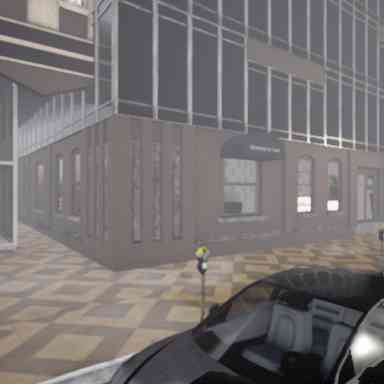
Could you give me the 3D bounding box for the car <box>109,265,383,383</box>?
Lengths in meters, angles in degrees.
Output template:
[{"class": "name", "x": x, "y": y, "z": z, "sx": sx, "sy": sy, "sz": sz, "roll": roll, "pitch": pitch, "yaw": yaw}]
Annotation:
[{"class": "car", "x": 1.272, "y": 1.568, "z": 3.411, "sx": 4.313, "sy": 1.339, "sz": 1.947, "roll": 0, "pitch": 0, "yaw": -36}]
